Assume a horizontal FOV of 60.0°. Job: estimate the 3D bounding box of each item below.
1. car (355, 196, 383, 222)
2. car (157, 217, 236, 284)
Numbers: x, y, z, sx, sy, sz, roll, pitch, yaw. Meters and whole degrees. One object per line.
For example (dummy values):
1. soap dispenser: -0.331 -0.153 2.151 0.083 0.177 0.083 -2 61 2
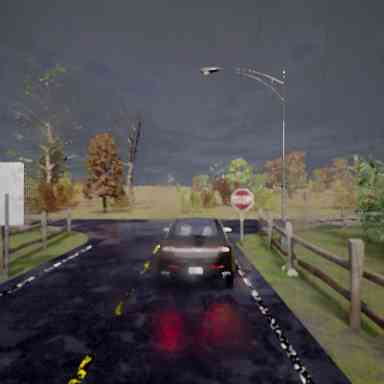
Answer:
1. car: 15.400 1.138 25.196 5.566 2.045 2.150 0 0 1
2. car: 0.146 1.472 9.535 2.128 1.511 4.902 0 0 2
